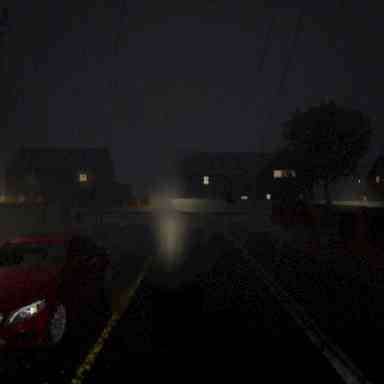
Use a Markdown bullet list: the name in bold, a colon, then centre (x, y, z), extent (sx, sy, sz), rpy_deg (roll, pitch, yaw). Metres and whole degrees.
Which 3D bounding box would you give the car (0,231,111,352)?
- **car**: centre (-2.855, 1.556, 6.431), extent (1.812, 1.442, 4.674), rpy_deg (0, 0, 0)
